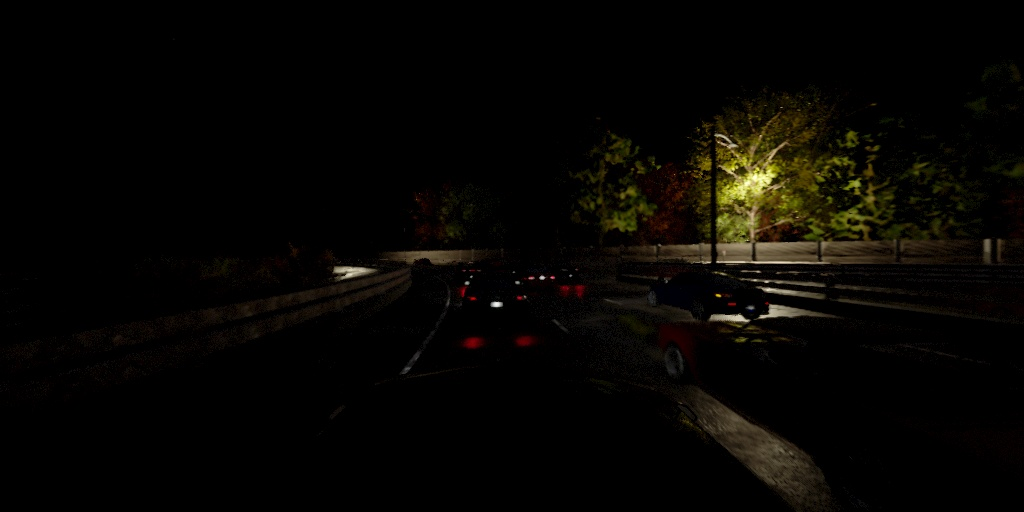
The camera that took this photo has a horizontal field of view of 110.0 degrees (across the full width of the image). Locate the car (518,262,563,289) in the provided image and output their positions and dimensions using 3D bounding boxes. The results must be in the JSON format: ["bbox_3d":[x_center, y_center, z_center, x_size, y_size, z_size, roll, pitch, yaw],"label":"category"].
[{"bbox_3d":[1.256,1.274,22.688,2.033,1.411,5.357,0,0,-10],"label":"car"}]

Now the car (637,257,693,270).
[{"bbox_3d":[13.075,0.911,30.510,4.553,1.767,2.097,0,0,43],"label":"car"}]

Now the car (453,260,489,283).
[{"bbox_3d":[-3.373,1.234,27.267,2.128,1.511,4.902,0,0,-14],"label":"car"}]

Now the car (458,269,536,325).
[{"bbox_3d":[-0.628,1.308,11.900,1.994,1.385,4.181,0,0,-6],"label":"car"}]

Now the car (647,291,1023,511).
[{"bbox_3d":[3.428,1.334,4.032,1.895,1.301,4.718,0,0,-1],"label":"car"}]

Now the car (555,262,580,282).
[{"bbox_3d":[3.649,1.201,27.958,2.128,1.511,4.902,0,0,-13],"label":"car"}]

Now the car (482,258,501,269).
[{"bbox_3d":[-3.448,1.089,50.098,1.882,1.535,5.008,0,0,-36],"label":"car"}]

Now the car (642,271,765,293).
[{"bbox_3d":[6.392,1.238,12.216,1.812,1.442,4.674,0,0,-6],"label":"car"}]
